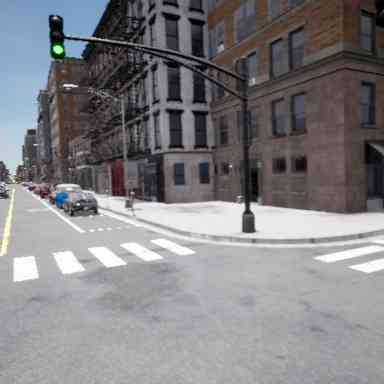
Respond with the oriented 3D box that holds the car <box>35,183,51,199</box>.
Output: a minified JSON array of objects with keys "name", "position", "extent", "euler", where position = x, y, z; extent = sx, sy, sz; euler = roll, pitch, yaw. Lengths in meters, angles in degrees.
[{"name":"car","position":[-17.387,-0.199,40.481],"extent":[2.192,1.841,5.009],"euler":[-4,3,-28]}]

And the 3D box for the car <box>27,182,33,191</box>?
[{"name":"car","position":[-32.604,-0.919,69.120],"extent":[1.887,1.381,4.507],"euler":[-4,3,-28]}]

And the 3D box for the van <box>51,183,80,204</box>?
[{"name":"van","position":[-9.773,0.302,26.169],"extent":[1.690,1.788,3.998],"euler":[-4,3,-28]}]

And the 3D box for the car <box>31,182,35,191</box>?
[{"name":"car","position":[-25.072,-0.469,54.955],"extent":[1.752,1.417,4.829],"euler":[-4,3,-28]}]

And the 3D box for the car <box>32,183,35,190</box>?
[{"name":"car","position":[-22.454,-0.280,50.036],"extent":[2.008,1.369,4.403],"euler":[-4,3,-28]}]

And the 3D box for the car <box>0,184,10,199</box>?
[{"name":"car","position":[-25.236,0.113,43.789],"extent":[1.837,1.490,4.892],"euler":[-4,4,-28]}]

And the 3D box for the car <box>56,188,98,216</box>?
[{"name":"car","position":[-7.228,0.669,21.409],"extent":[2.008,1.369,4.403],"euler":[-4,3,-28]}]

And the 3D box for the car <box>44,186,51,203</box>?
[{"name":"car","position":[-12.302,0.384,30.953],"extent":[1.802,1.307,4.206],"euler":[-4,3,-28]}]
